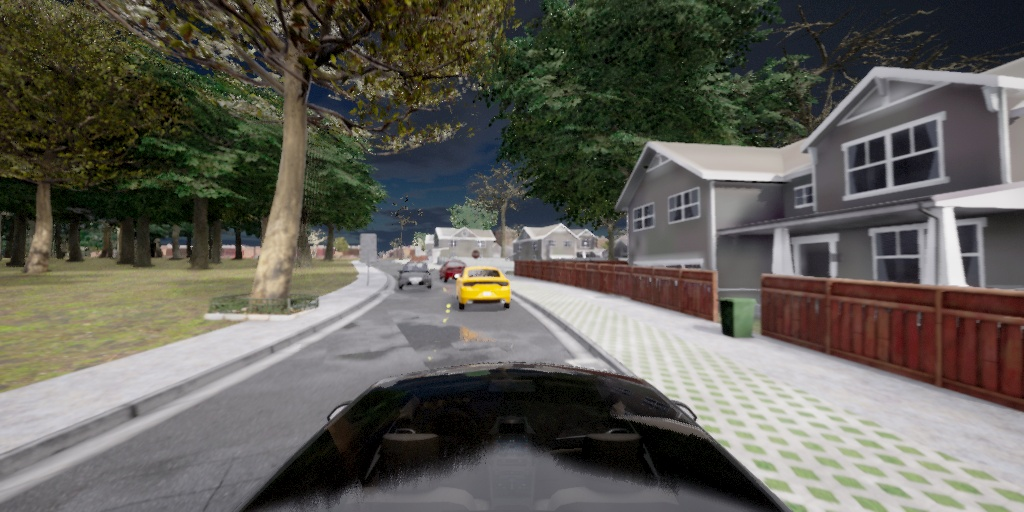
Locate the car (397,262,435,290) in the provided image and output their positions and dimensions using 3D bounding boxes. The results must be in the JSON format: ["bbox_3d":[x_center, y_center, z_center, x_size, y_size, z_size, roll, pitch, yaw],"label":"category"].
[{"bbox_3d":[-5.762,1.130,21.475,2.128,1.511,4.902,0,0,-15],"label":"car"}]

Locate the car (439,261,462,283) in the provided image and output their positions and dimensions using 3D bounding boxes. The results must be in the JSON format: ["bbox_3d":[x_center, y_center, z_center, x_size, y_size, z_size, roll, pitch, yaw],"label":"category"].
[{"bbox_3d":[-4.340,1.102,26.943,1.882,1.535,5.008,1,0,-17],"label":"car"}]

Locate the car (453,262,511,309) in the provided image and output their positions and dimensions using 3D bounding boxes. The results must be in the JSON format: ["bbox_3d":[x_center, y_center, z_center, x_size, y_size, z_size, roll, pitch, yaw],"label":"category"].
[{"bbox_3d":[-1.290,1.172,14.703,1.882,1.535,5.008,0,-1,-10],"label":"car"}]
